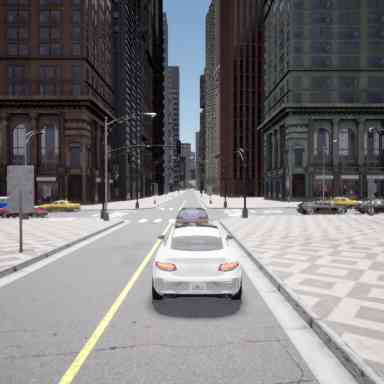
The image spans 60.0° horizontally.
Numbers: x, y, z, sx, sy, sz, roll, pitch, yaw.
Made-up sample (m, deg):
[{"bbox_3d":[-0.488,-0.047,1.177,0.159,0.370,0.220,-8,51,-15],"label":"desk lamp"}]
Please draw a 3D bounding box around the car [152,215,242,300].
[{"bbox_3d":[0.099,1.521,8.247,1.812,1.442,4.674,0,0,0],"label":"car"}]

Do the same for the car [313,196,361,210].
[{"bbox_3d":[16.731,1.233,38.571,4.829,1.417,1.752,-1,1,0],"label":"car"}]

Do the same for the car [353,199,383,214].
[{"bbox_3d":[17.061,1.342,30.046,4.403,1.369,2.008,-1,1,0],"label":"car"}]

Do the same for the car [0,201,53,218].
[{"bbox_3d":[-15.286,1.728,30.110,4.206,1.307,1.802,-1,1,0],"label":"car"}]

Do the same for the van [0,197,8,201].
[{"bbox_3d":[-20.962,1.457,38.640,3.998,1.788,1.690,-1,1,0],"label":"van"}]

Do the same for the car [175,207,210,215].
[{"bbox_3d":[0.028,1.533,17.837,2.033,1.411,5.357,0,0,1],"label":"car"}]

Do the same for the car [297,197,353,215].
[{"bbox_3d":[11.682,1.419,30.057,4.313,1.339,1.947,-1,1,0],"label":"car"}]

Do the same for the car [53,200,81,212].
[{"bbox_3d":[-15.450,1.585,38.634,4.829,1.417,1.752,-1,1,0],"label":"car"}]
